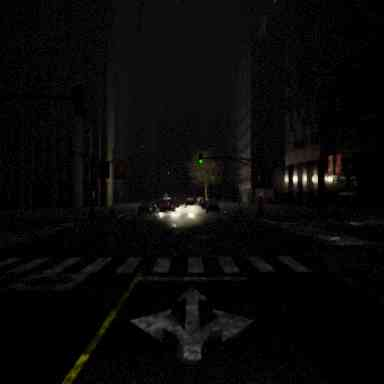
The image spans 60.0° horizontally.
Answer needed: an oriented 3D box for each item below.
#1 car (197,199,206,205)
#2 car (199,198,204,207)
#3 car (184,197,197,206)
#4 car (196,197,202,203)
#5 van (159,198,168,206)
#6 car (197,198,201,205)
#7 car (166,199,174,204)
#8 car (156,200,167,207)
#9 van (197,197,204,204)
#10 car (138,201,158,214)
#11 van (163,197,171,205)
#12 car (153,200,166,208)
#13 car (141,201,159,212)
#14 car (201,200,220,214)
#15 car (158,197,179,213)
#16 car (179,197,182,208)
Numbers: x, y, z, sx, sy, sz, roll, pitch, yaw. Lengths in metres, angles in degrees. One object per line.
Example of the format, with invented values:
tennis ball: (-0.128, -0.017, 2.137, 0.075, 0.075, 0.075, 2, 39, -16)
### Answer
car: (2.314, 2.448, 79.606, 1.947, 1.339, 4.313, 0, -1, 0)
car: (2.523, 2.133, 53.713, 1.887, 1.381, 4.507, 0, -1, 0)
car: (-0.383, 2.262, 71.664, 1.882, 1.535, 5.008, 0, -1, 0)
car: (2.399, 2.312, 69.028, 2.008, 1.369, 4.403, 0, -1, 0)
van: (-6.160, 2.149, 73.149, 1.690, 1.788, 3.998, 0, -1, 0)
car: (2.479, 2.201, 59.157, 2.008, 1.369, 4.403, 0, -1, 0)
car: (-6.334, 2.609, 94.798, 2.008, 1.369, 4.403, 0, -1, 0)
car: (-6.115, 2.270, 67.565, 1.752, 1.417, 4.829, 0, -1, 0)
van: (2.228, 2.346, 90.185, 1.690, 1.788, 3.998, 0, -1, 0)
car: (-5.914, 2.017, 42.760, 2.008, 1.369, 4.403, 0, -1, 0)
van: (-6.248, 2.273, 83.975, 1.690, 1.788, 3.998, 0, -1, 0)
car: (-6.072, 2.251, 62.321, 1.947, 1.339, 4.313, 0, -1, 0)
car: (-5.955, 2.072, 47.751, 2.008, 1.369, 4.403, 0, -1, 0)
car: (2.611, 2.019, 42.825, 2.008, 1.369, 4.403, 0, -1, 0)
car: (-3.248, 1.842, 44.934, 2.097, 1.767, 4.553, 0, -1, 0)
car: (-3.333, 2.018, 60.630, 2.097, 1.767, 4.553, 0, -1, 0)
